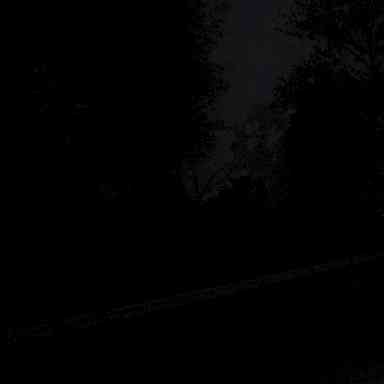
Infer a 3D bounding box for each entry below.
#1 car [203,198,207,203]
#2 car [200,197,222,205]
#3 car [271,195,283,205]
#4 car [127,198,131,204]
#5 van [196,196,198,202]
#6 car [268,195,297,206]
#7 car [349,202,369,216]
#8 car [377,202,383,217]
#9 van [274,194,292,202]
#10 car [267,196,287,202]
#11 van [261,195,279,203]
[{"bbox_3d":[1.790,2.018,72.493,2.163,1.488,4.792,0,0,-36],"label":"car"},{"bbox_3d":[4.153,1.969,74.008,1.946,1.575,5.366,0,0,-36],"label":"car"},{"bbox_3d":[16.397,1.945,66.953,2.097,1.535,5.008,0,0,-36],"label":"car"},{"bbox_3d":[-11.842,1.959,62.639,2.185,1.767,4.553,0,0,-36],"label":"car"},{"bbox_3d":[-0.569,1.778,70.968,1.878,1.987,4.442,0,0,-36],"label":"van"},{"bbox_3d":[18.642,1.683,68.603,2.435,2.045,5.566,0,0,-36],"label":"car"},{"bbox_3d":[18.053,1.717,33.263,2.128,1.511,4.902,4,-3,-32],"label":"car"},{"bbox_3d":[17.690,1.604,26.766,1.895,1.301,4.718,3,-1,-24],"label":"car"},{"bbox_3d":[24.425,1.664,89.025,1.878,1.987,4.442,0,0,-36],"label":"van"},{"bbox_3d":[22.216,1.898,87.295,2.231,1.521,4.892,0,0,-36],"label":"car"},{"bbox_3d":[20.015,1.678,85.554,1.878,1.987,4.442,0,0,-36],"label":"van"}]
